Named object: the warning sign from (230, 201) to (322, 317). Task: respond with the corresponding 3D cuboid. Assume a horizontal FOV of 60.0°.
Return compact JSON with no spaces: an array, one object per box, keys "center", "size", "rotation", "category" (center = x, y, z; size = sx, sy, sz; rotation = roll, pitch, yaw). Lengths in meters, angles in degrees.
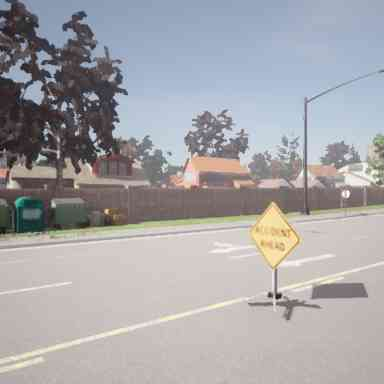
[{"center":[1.552,1.114,6.266],"size":[1.060,1.860,1.300],"rotation":[0,0,-35],"category":"warning sign"}]
